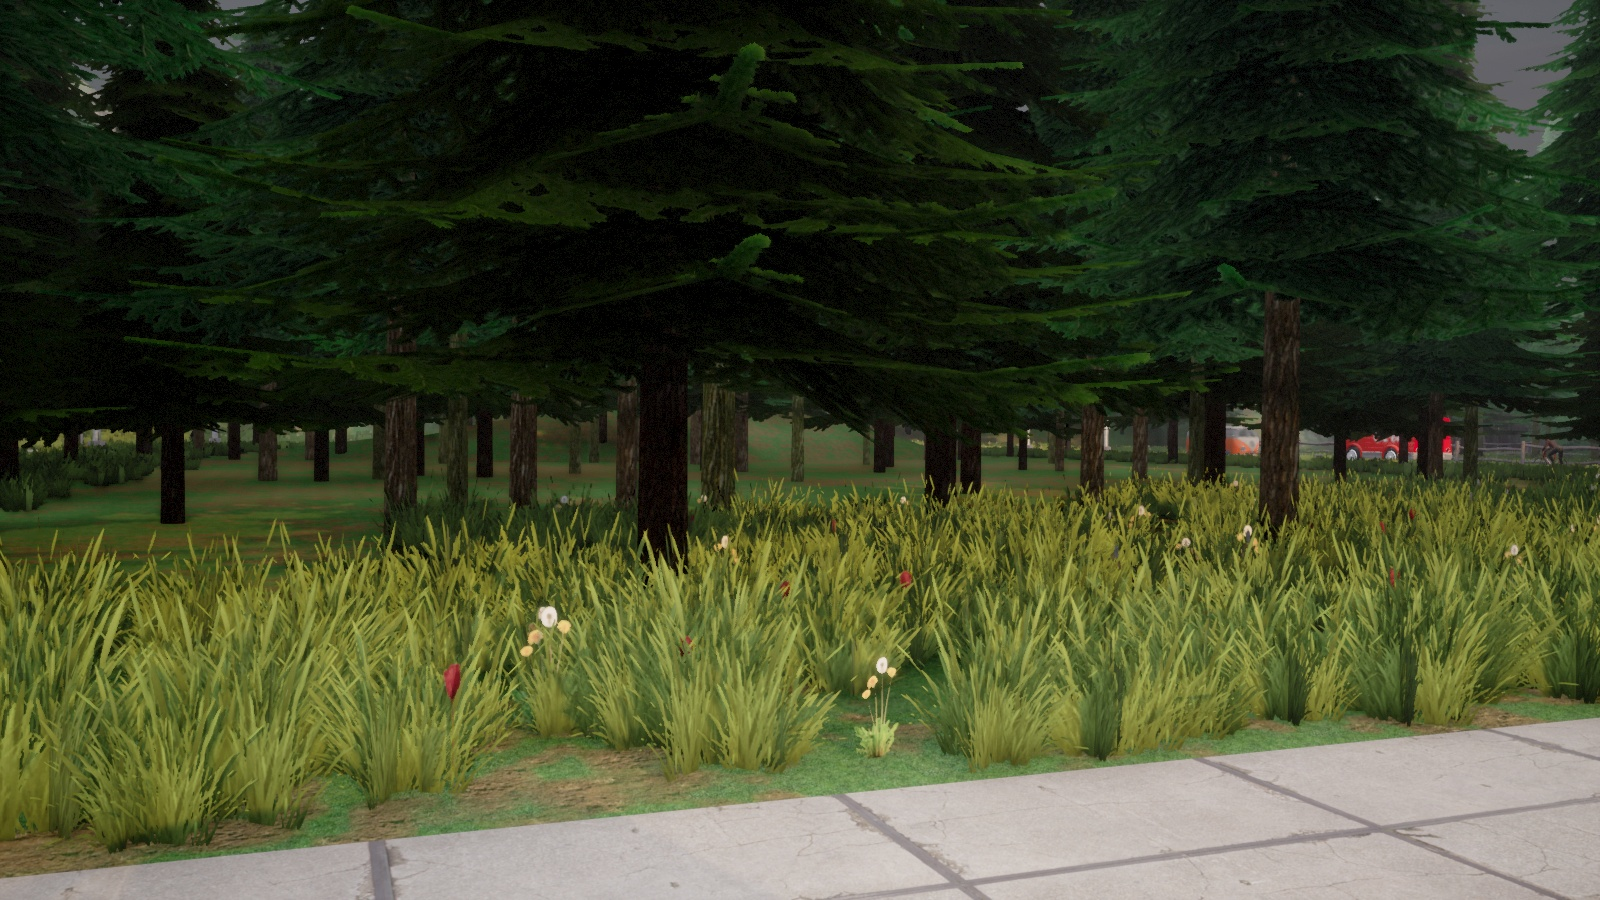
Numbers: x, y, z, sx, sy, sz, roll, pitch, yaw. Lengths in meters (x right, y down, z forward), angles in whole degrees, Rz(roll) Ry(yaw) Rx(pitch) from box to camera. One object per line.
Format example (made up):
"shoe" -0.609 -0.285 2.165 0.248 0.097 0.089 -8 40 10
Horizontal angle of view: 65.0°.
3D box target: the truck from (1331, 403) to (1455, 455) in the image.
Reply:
"truck" 29.091 -1.036 61.830 2.627 2.467 5.204 -1 1 -20

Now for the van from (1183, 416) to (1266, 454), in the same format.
"van" 23.012 -0.835 68.250 1.775 1.987 4.442 -1 1 -23
